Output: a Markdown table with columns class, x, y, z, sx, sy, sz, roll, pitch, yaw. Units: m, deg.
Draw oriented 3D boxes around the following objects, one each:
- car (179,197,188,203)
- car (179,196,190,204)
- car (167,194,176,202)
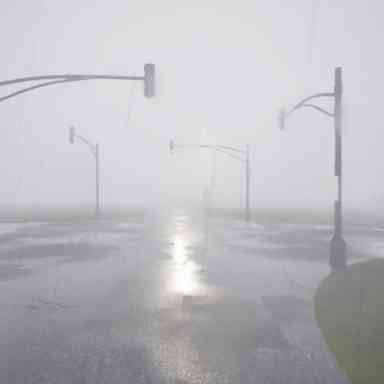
| class | x | y | z | sx | sy | sz | roll | pitch | yaw |
| --- | --- | --- | --- | --- | --- | --- | --- | --- | --- |
| car | -2.147 | 1.857 | 79.746 | 1.895 | 1.301 | 4.718 | 0 | 0 | -4 |
| car | -1.554 | 1.644 | 69.671 | 2.097 | 1.767 | 4.553 | 0 | 0 | -3 |
| car | -4.537 | 1.289 | 73.769 | 2.097 | 1.767 | 4.553 | 0 | 0 | -3 |
